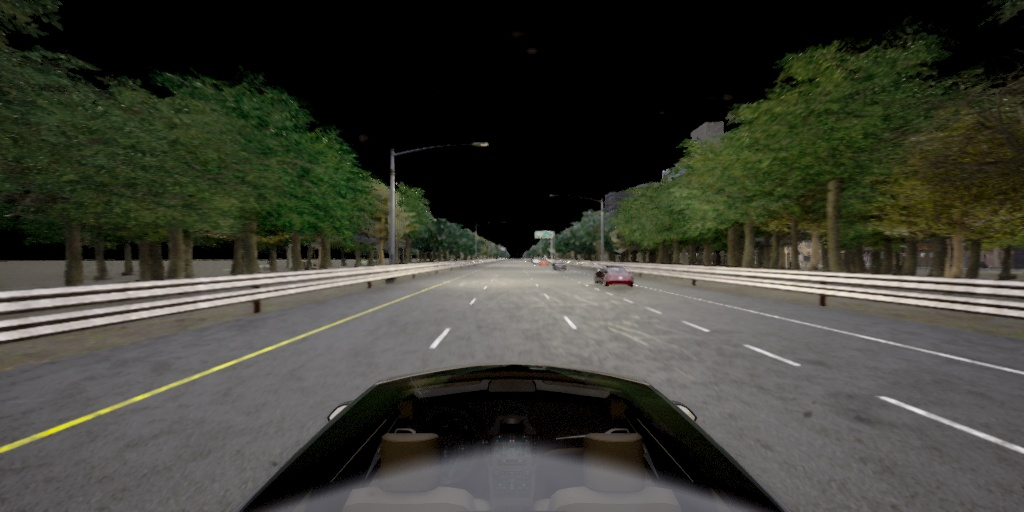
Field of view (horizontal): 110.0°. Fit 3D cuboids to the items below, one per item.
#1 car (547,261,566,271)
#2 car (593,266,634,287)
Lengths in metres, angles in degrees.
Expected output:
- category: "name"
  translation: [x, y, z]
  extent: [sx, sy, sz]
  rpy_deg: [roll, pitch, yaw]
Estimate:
- category: "car"
  translation: [7.146, 1.448, 55.178]
  extent: [2.128, 1.511, 4.902]
  rpy_deg: [0, 0, 0]
- category: "car"
  translation: [7.025, 1.385, 25.183]
  extent: [1.994, 1.385, 4.181]
  rpy_deg: [0, 0, 0]
